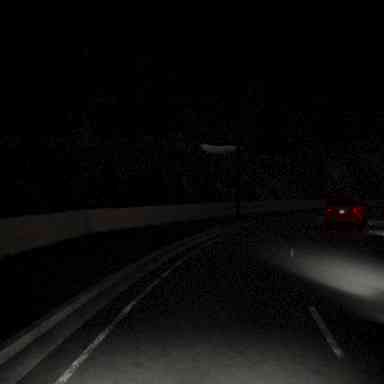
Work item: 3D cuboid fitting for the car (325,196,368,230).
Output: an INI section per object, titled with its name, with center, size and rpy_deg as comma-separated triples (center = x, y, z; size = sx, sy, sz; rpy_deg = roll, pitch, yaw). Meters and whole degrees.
[car]
center = 10.363, 1.282, 22.223
size = 2.150, 2.045, 5.566
rpy_deg = 0, 0, 31
